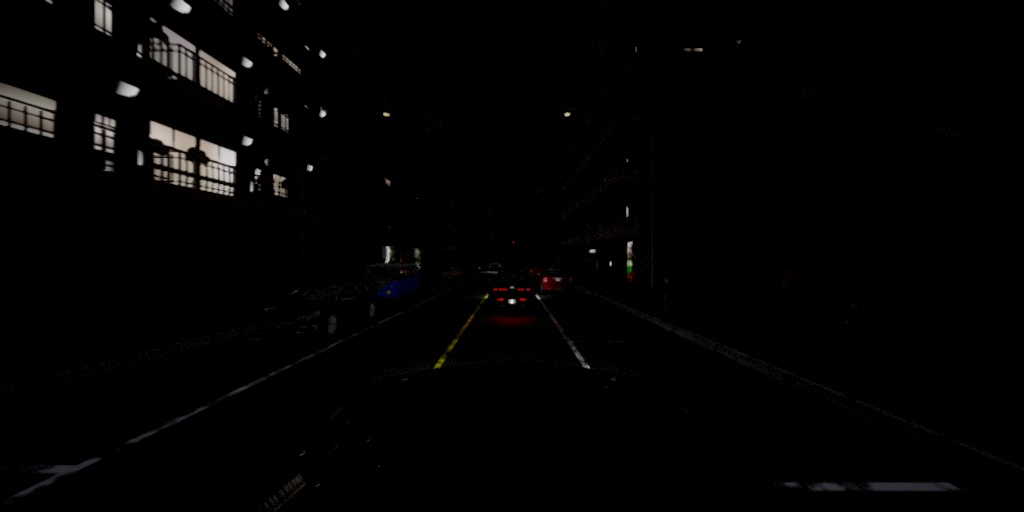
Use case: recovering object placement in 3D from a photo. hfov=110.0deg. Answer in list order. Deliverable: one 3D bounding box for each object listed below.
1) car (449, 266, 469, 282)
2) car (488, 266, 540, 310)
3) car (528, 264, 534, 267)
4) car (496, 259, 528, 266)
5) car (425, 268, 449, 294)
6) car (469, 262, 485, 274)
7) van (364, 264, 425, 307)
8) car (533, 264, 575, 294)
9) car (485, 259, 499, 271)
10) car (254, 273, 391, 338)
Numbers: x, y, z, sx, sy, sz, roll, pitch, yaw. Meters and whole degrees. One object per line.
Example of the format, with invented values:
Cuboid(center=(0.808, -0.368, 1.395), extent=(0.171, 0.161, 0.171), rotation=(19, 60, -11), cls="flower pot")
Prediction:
Cuboid(center=(-5.323, 1.571, 32.770), extent=(1.751, 1.417, 4.829), rotation=(0, 0, 0), cls="car")
Cuboid(center=(0.017, 1.386, 15.346), extent=(1.837, 1.490, 4.892), rotation=(0, 0, 0), cls="car")
Cuboid(center=(2.557, 1.682, 38.685), extent=(1.802, 1.307, 4.207), rotation=(0, 0, 0), cls="car")
Cuboid(center=(0.015, 1.371, 30.265), extent=(2.097, 1.767, 4.553), rotation=(0, -1, 0), cls="car")
Cuboid(center=(-5.320, 1.504, 21.638), extent=(1.948, 1.339, 4.313), rotation=(0, 0, 0), cls="car")
Cuboid(center=(-5.326, 1.756, 49.894), extent=(2.007, 1.370, 4.403), rotation=(0, 0, 0), cls="car")
Cuboid(center=(-5.319, 1.226, 15.987), extent=(1.690, 1.789, 3.998), rotation=(0, 0, 0), cls="van")
Cuboid(center=(2.560, 1.379, 21.693), extent=(1.967, 1.591, 4.097), rotation=(0, 0, 0), cls="car")
Cuboid(center=(-2.820, 1.529, 61.183), extent=(2.150, 2.045, 5.566), rotation=(0, 0, 1), cls="car")
Cuboid(center=(-5.318, 1.382, 10.336), extent=(2.007, 1.370, 4.403), rotation=(0, 0, 0), cls="car")
